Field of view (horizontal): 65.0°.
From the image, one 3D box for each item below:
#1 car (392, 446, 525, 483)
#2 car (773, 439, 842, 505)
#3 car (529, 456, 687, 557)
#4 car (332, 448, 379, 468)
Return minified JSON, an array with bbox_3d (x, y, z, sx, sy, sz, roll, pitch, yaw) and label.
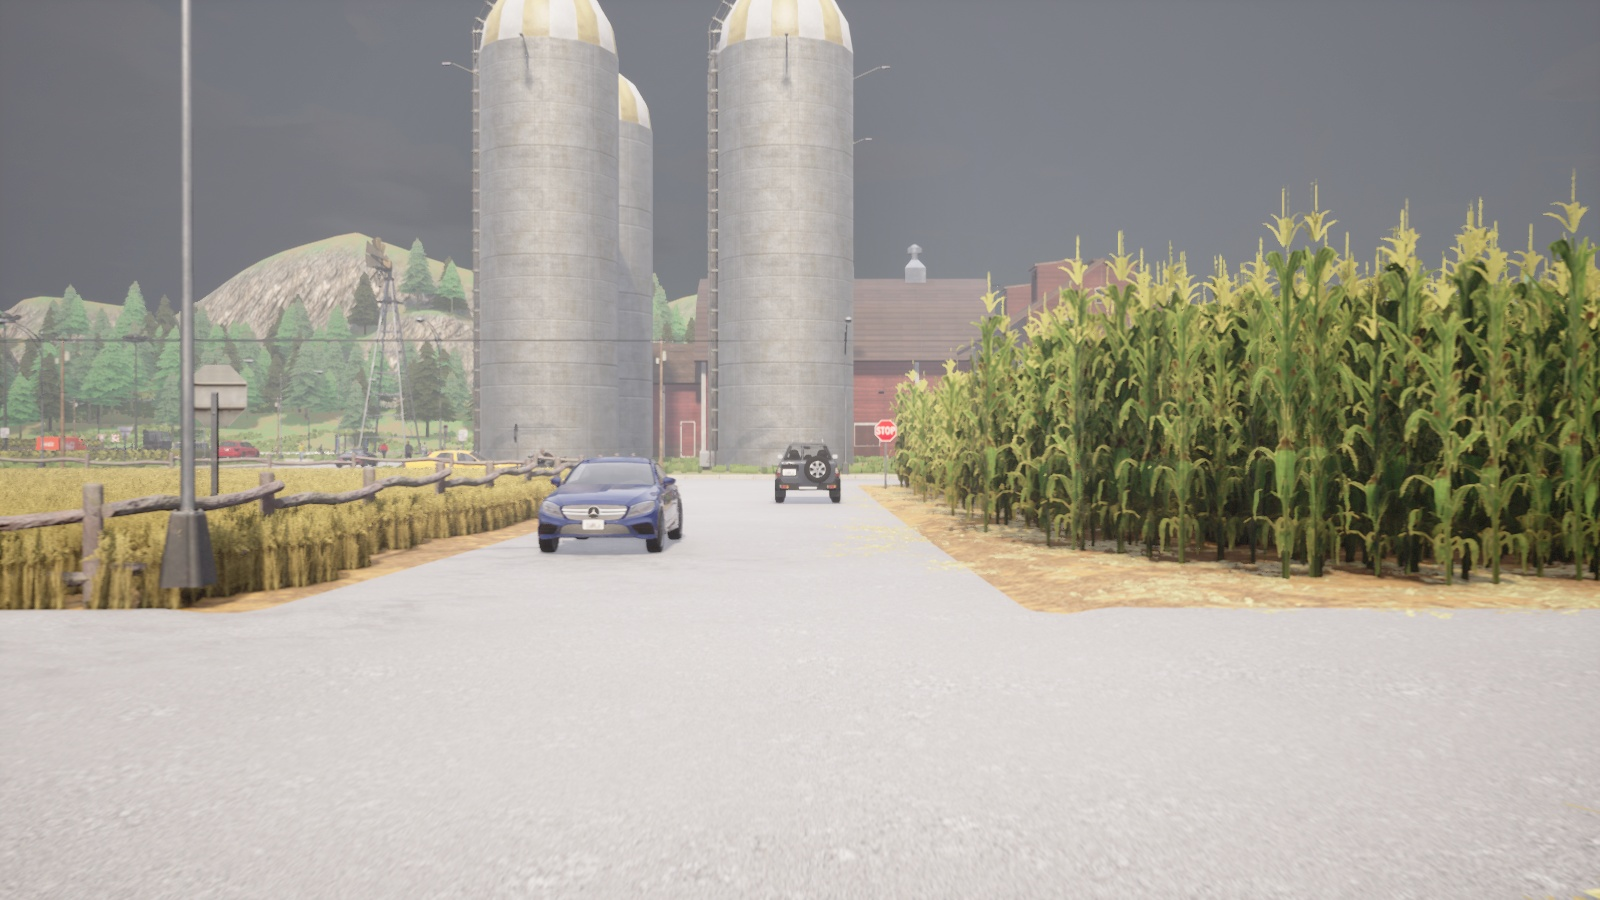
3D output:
[{"bbox_3d":[-14.936,0.620,55.129,5.366,1.575,1.801,0,0,0],"label":"car"},{"bbox_3d":[0.229,0.598,37.447,1.932,1.855,4.605,0,0,0],"label":"car"},{"bbox_3d":[-2.970,0.819,20.360,1.812,1.442,4.674,0,0,0],"label":"car"},{"bbox_3d":[-32.279,0.546,91.359,1.994,1.385,4.181,0,0,-1],"label":"car"}]
